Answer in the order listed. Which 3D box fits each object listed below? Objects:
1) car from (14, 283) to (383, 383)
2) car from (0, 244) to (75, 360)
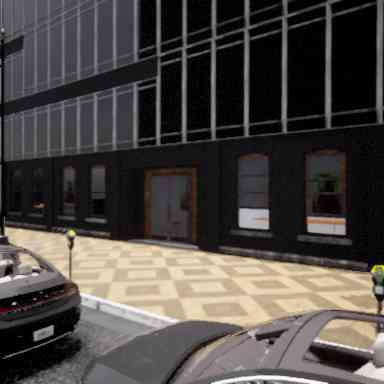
[{"bbox_3d":[0.991,1.551,2.165,4.403,1.369,2.008,0,0,36],"label":"car"},{"bbox_3d":[-3.647,1.548,5.473,4.403,1.369,2.008,0,0,36],"label":"car"}]
